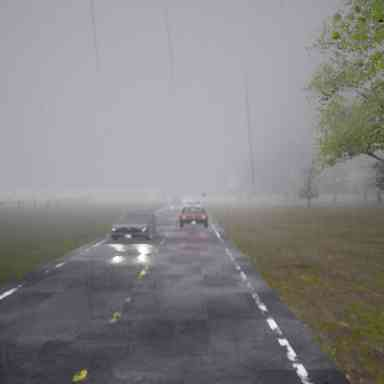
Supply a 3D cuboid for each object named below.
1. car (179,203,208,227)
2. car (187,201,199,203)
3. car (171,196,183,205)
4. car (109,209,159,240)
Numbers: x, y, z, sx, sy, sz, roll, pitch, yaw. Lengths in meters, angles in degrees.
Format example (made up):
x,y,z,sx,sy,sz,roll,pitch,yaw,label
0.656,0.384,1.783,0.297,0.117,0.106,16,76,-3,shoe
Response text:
x,y,z,sx,sy,sz,roll,pitch,yaw,label
0.114,1.669,23.553,1.895,1.301,4.718,0,0,0,car
0.140,1.713,40.754,1.895,1.301,4.718,0,0,0,car
-2.691,1.460,59.440,1.837,1.490,4.892,0,0,0,car
-2.833,1.598,17.472,2.033,1.411,5.357,0,0,0,car
